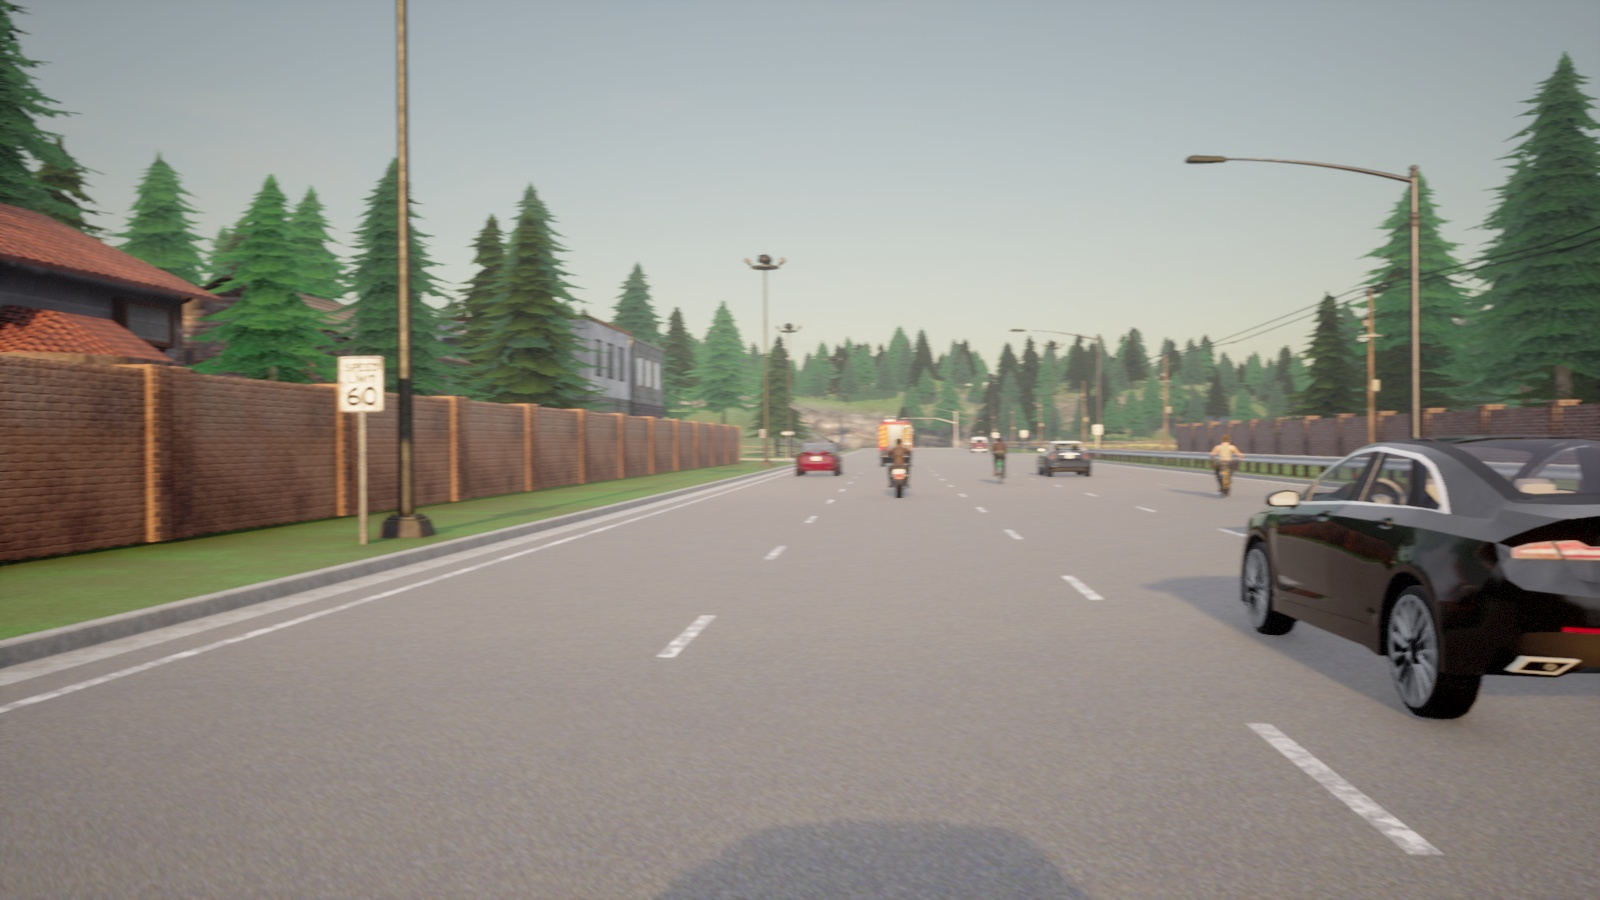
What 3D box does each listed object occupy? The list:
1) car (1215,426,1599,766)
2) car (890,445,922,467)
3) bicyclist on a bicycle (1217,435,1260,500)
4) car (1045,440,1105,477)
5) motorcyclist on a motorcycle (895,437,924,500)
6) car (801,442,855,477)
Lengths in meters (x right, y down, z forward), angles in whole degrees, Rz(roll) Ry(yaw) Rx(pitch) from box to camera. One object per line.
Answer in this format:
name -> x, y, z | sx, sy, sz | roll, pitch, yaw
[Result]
car -> 4.333, 0.630, 7.971 | 2.128, 1.511, 4.902 | 0, 0, 5
car -> 6.478, 0.364, 76.635 | 1.895, 1.301, 4.718 | 0, 0, 5
bicyclist on a bicycle -> 11.142, 0.431, 31.885 | 0.866, 1.612, 1.509 | 0, 0, 26
car -> 11.545, 0.336, 52.892 | 1.970, 1.475, 3.806 | 0, 0, 5
motorcyclist on a motorcycle -> 2.975, 0.481, 34.130 | 0.766, 1.649, 2.350 | 0, 0, 5
car -> 1.332, 0.409, 56.801 | 2.163, 1.488, 4.792 | 0, 0, 5
